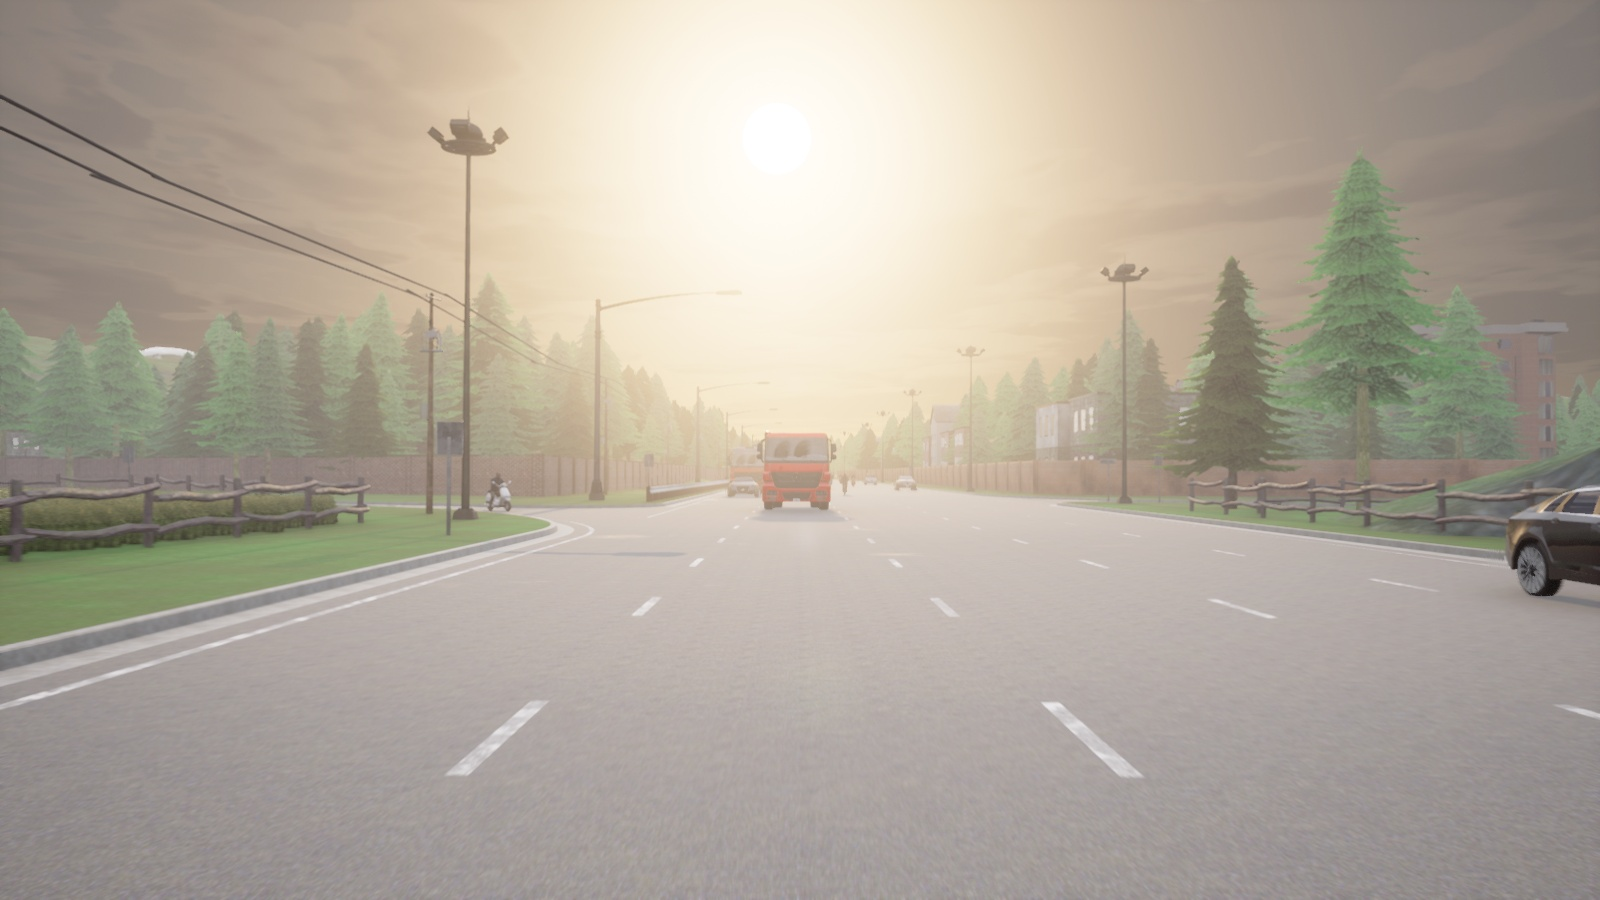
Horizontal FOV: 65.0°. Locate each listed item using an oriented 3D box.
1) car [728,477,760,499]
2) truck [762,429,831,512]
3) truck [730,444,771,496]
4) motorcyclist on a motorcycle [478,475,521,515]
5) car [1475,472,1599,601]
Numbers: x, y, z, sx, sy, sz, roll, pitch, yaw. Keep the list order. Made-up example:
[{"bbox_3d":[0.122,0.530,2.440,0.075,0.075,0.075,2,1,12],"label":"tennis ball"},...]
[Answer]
[{"bbox_3d":[-3.707,2.503,83.680,1.994,1.385,4.181,0,-1,0],"label":"car"},{"bbox_3d":[-0.144,0.924,56.608,2.891,3.462,7.936,0,-1,0],"label":"truck"},{"bbox_3d":[-3.744,1.524,96.635,2.891,3.827,8.468,0,-1,0],"label":"truck"},{"bbox_3d":[-12.204,1.799,50.975,1.817,1.590,0.866,-1,-2,45],"label":"motorcyclist on a motorcycle"},{"bbox_3d":[10.462,1.021,15.000,2.128,1.511,4.902,0,-1,0],"label":"car"}]
